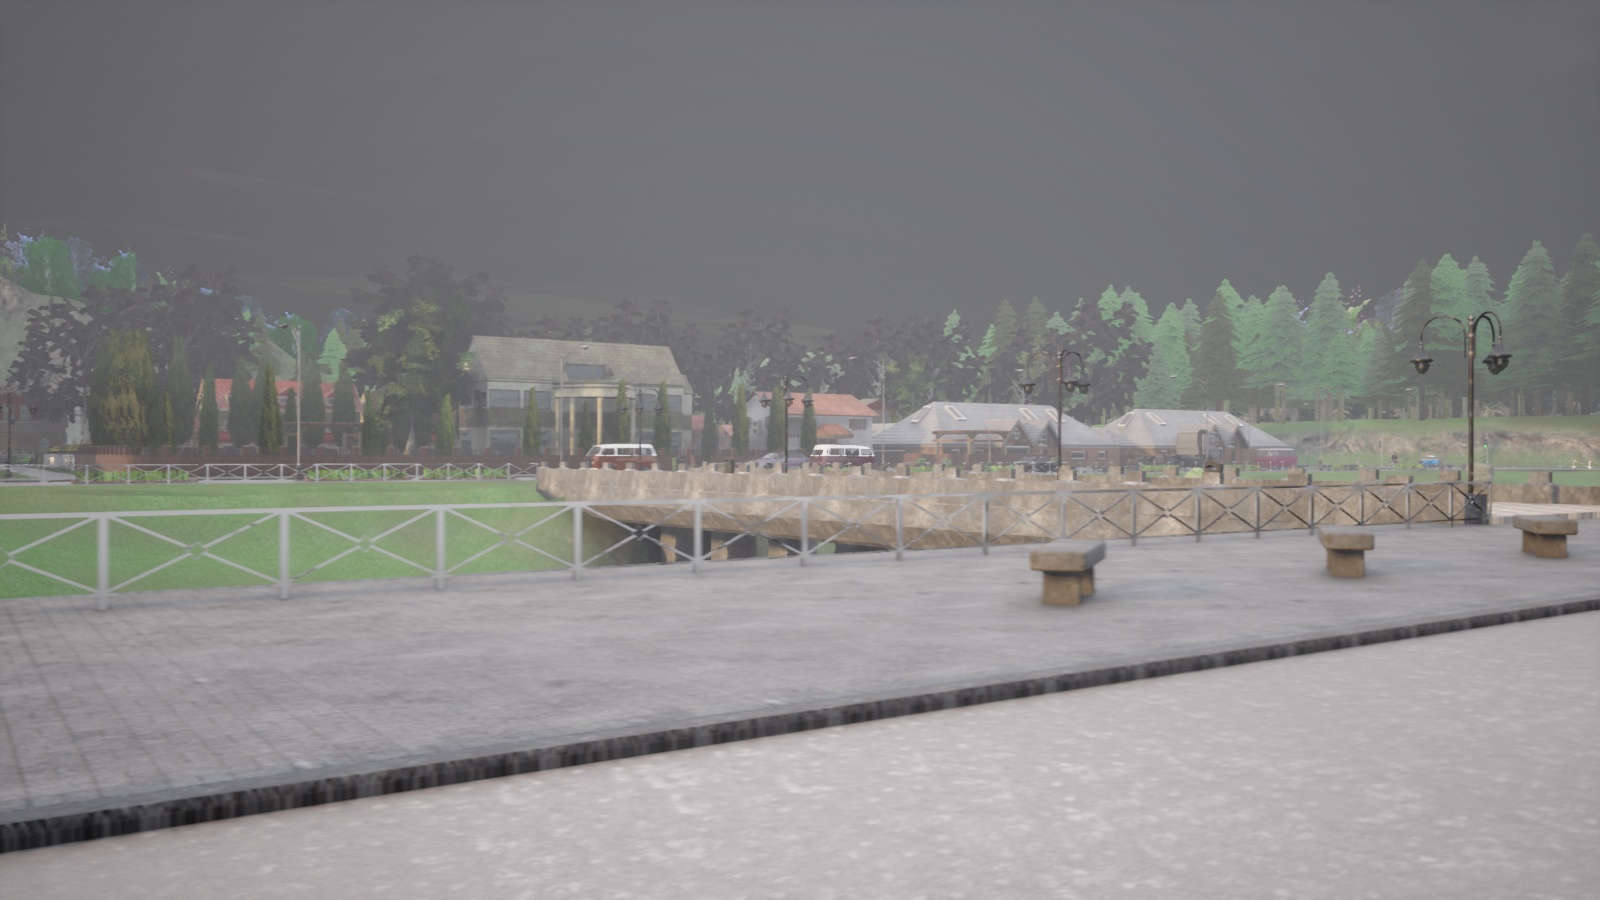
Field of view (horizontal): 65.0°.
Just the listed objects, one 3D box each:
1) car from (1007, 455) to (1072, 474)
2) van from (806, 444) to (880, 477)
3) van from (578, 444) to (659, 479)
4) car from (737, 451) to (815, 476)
[{"bbox_3d":[17.456,1.033,91.563,4.718,1.301,1.895,0,0,-35],"label":"car"},{"bbox_3d":[2.806,0.662,81.373,4.480,2.038,2.069,0,0,-35],"label":"van"},{"bbox_3d":[-11.056,0.679,76.602,4.480,2.038,2.069,0,0,-35],"label":"van"},{"bbox_3d":[-1.588,0.882,83.188,4.856,1.649,2.033,0,0,-35],"label":"car"}]
